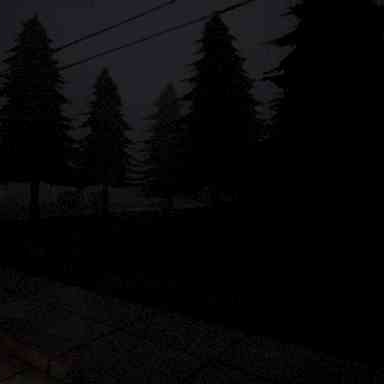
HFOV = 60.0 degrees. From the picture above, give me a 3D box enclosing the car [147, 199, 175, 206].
[{"bbox_3d":[-4.679,1.731,50.481,1.882,1.535,5.008,-1,0,35],"label":"car"}]
